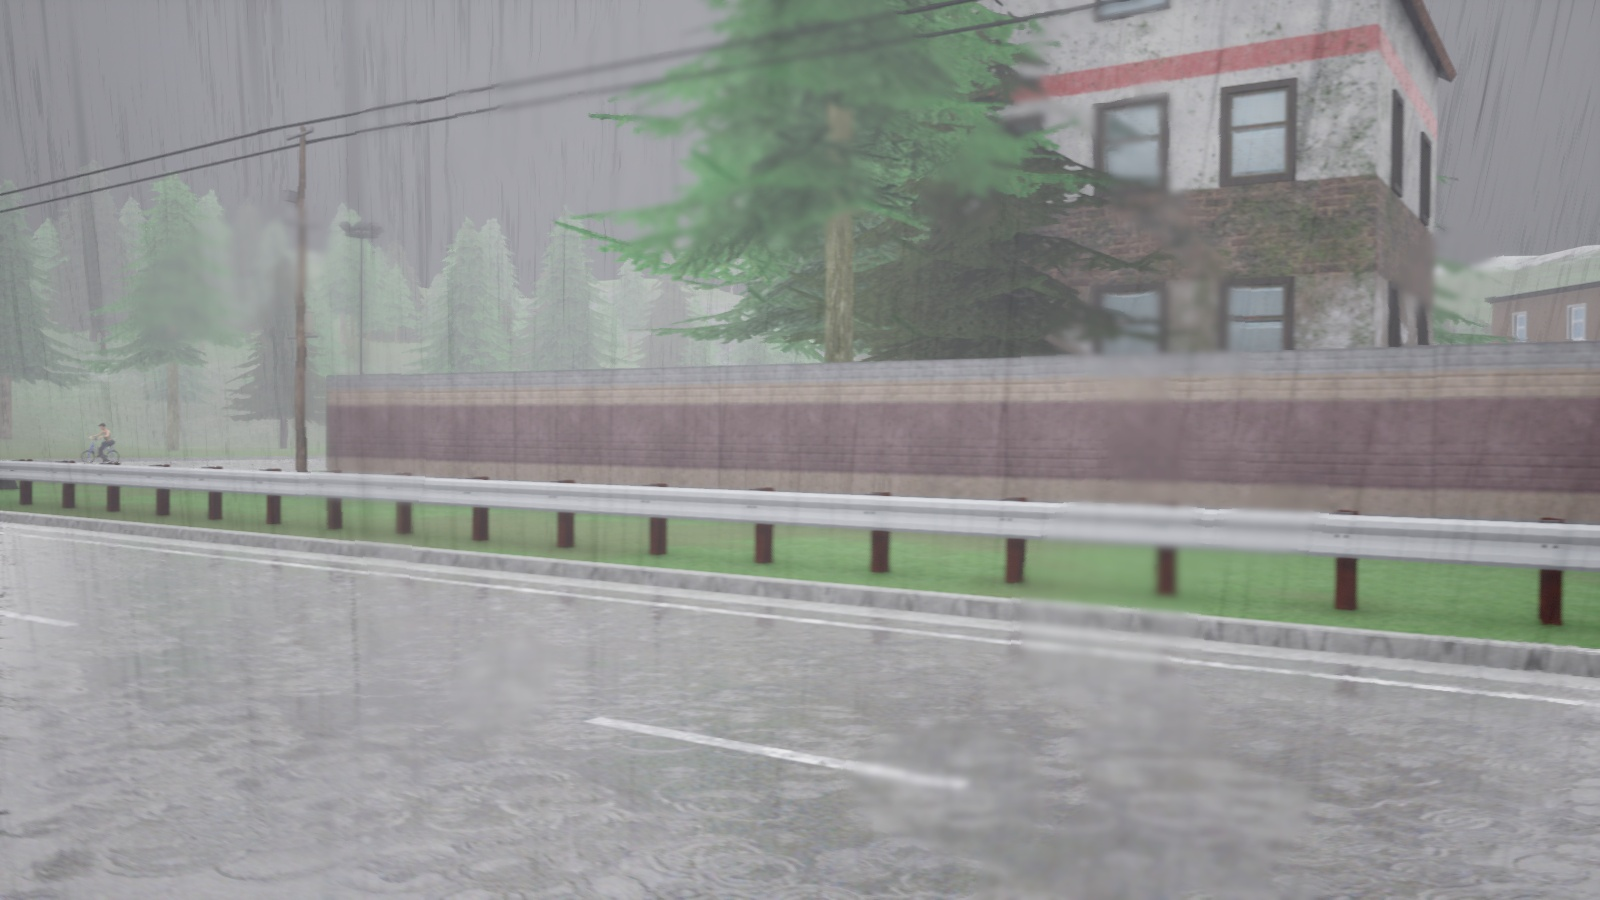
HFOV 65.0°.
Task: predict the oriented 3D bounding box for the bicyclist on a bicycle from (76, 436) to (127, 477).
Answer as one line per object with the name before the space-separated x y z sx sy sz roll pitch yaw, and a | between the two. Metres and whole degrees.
bicyclist on a bicycle | -27.697 0.239 49.799 0.866 1.612 1.509 0 1 34
